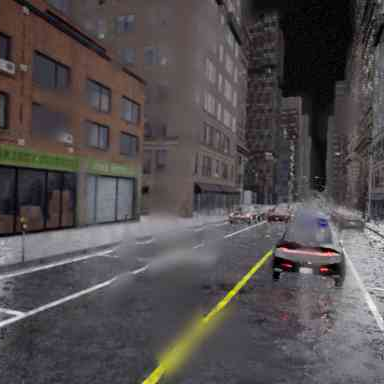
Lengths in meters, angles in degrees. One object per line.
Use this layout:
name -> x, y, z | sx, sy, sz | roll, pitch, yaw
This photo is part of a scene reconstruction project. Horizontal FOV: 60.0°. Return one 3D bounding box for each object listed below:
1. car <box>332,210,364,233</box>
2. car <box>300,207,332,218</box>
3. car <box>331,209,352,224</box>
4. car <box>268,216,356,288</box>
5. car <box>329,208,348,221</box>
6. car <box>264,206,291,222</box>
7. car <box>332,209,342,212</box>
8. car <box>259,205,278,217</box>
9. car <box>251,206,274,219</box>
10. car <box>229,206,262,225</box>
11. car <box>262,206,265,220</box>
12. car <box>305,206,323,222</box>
car -> 12.575, 2.401, 26.531 | 1.947, 1.339, 4.313 | 1, -1, 21
car -> 9.039, 2.141, 24.661 | 1.882, 1.535, 5.008 | 2, -1, 21
car -> 16.462, 2.665, 36.828 | 1.887, 1.381, 4.507 | 1, -1, 21
car -> 3.640, 1.762, 10.354 | 2.128, 1.511, 4.902 | 2, -1, 21
car -> 18.405, 2.808, 41.978 | 1.887, 1.381, 4.507 | 1, -1, 21
car -> 8.653, 2.217, 32.630 | 1.882, 1.535, 5.008 | 2, -1, 21
car -> 14.519, 2.523, 31.679 | 1.887, 1.381, 4.507 | 1, -1, 21
car -> 10.437, 2.505, 44.993 | 1.887, 1.381, 4.507 | 1, -1, 21
car -> 8.493, 2.368, 39.844 | 2.008, 1.369, 4.403 | 1, -1, 21
car -> 4.610, 1.972, 29.548 | 1.967, 1.590, 4.097 | 1, -1, 21
car -> 6.550, 2.240, 34.695 | 1.947, 1.339, 4.313 | 1, -1, 21
car -> 14.630, 2.533, 39.754 | 1.801, 1.575, 5.366 | 2, -1, 21
